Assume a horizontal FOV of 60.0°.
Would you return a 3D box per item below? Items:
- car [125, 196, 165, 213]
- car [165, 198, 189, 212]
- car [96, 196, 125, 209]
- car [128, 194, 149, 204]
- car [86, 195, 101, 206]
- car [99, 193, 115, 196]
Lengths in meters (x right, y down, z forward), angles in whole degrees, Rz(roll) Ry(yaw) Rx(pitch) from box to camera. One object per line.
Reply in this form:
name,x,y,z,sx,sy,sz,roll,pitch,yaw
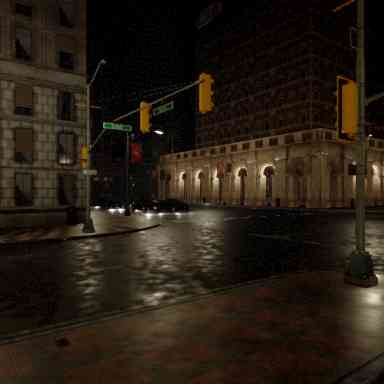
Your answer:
car,-5.318,1.505,37.467,1.837,1.490,4.892,0,0,-36
car,-2.273,1.478,39.231,1.882,1.535,5.008,0,0,-36
car,-11.124,1.564,45.597,1.994,1.385,4.181,0,0,-35
car,-9.982,1.352,62.357,2.097,1.767,4.553,0,0,-35
car,-16.990,1.478,53.987,1.882,1.535,5.008,0,0,-35
car,-14.117,1.221,56.016,2.150,2.045,5.566,0,0,-35
